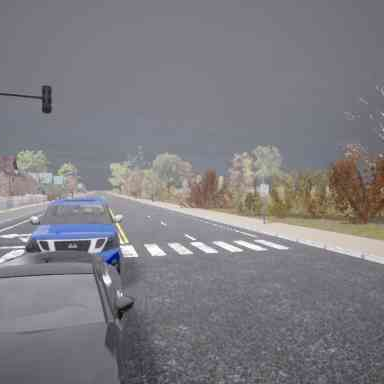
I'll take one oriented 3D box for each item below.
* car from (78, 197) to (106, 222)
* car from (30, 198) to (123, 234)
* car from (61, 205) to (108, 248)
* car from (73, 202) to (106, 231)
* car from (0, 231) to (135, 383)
[{"bbox_3d":[-8.202,1.338,27.498,2.097,1.767,4.553,0,0,-15],"label":"car"},{"bbox_3d":[-3.363,1.218,9.962,2.150,2.045,5.566,0,0,-15],"label":"car"},{"bbox_3d":[-5.039,1.499,16.028,1.837,1.490,4.892,0,0,-15],"label":"car"},{"bbox_3d":[-6.625,1.468,21.769,1.882,1.535,5.008,0,0,-16],"label":"car"},{"bbox_3d":[-1.705,1.524,3.878,1.812,1.442,4.674,0,0,-13],"label":"car"}]
